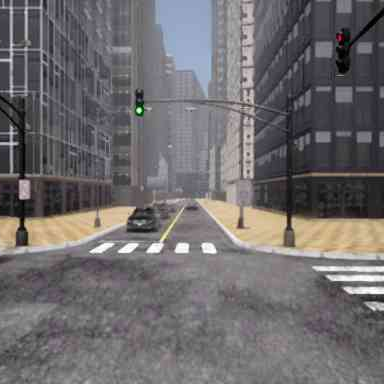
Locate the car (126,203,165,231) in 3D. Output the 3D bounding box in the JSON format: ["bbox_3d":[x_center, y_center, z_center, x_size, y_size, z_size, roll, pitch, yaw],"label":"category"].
[{"bbox_3d":[-3.084,1.697,22.073,1.837,1.490,4.892,0,-1,0],"label":"car"}]

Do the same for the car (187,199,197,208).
[{"bbox_3d":[0.028,2.109,62.091,1.812,1.442,4.674,0,-1,0],"label":"car"}]

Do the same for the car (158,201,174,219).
[{"bbox_3d":[-3.080,1.795,32.509,1.837,1.490,4.892,0,-1,0],"label":"car"}]

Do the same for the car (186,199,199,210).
[{"bbox_3d":[0.023,2.026,51.674,2.033,1.411,5.357,0,-1,0],"label":"car"}]

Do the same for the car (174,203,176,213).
[{"bbox_3d":[-3.067,1.882,42.921,2.128,1.511,4.902,0,-1,0],"label":"car"}]
